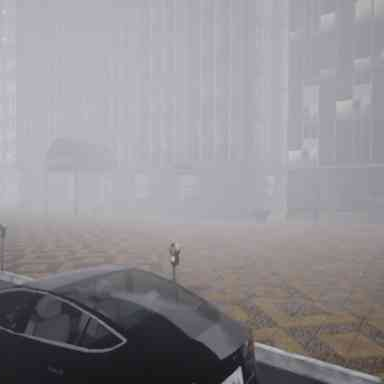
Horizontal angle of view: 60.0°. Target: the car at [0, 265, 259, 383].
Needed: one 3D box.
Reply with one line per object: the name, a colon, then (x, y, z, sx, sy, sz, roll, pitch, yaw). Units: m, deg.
car: (-1.374, 1.559, 3.835, 4.313, 1.339, 1.947, 0, 1, 35)
